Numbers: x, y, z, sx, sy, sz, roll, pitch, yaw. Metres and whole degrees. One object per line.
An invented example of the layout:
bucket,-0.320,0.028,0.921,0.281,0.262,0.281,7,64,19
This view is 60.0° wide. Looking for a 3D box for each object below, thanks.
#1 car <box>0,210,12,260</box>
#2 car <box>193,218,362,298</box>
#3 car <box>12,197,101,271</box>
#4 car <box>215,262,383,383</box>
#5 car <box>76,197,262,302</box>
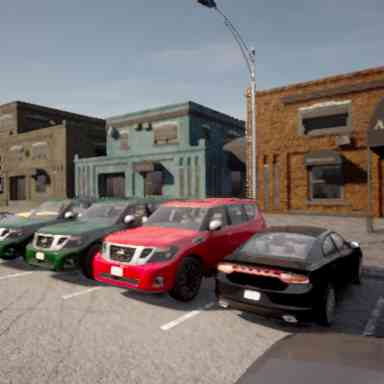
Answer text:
car,-4.374,1.233,12.029,2.435,2.045,5.566,0,0,35
car,2.374,1.471,7.252,2.097,1.535,5.008,0,0,35
car,-2.128,1.221,10.430,2.435,2.045,5.566,0,0,35
car,2.664,1.554,1.480,5.357,1.411,2.033,0,0,35
car,0.115,1.219,8.833,2.435,2.045,5.566,0,0,35
